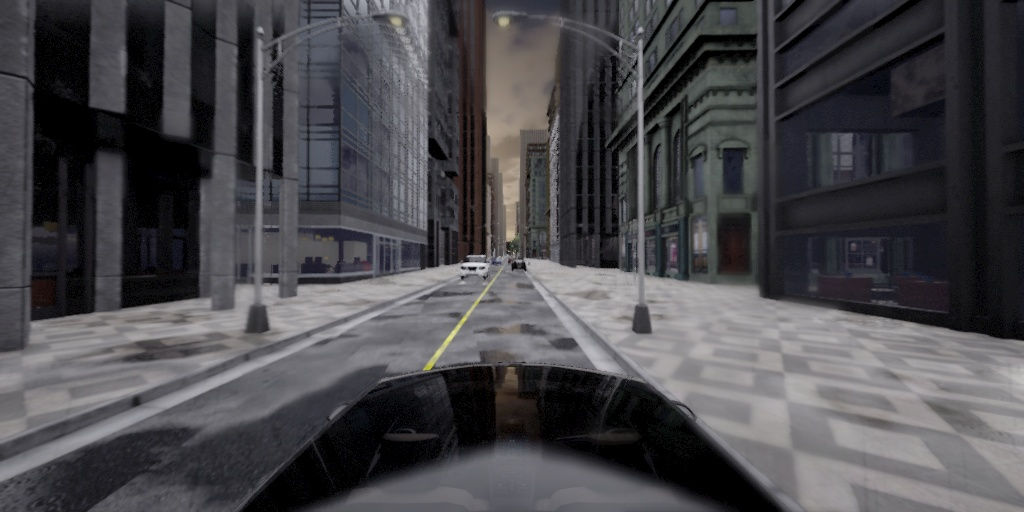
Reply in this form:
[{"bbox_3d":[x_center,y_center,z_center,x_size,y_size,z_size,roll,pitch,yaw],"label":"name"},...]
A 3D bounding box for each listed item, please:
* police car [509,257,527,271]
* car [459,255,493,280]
[{"bbox_3d":[0.892,1.100,46.440,1.930,1.638,5.238,0,0,0],"label":"police car"},{"bbox_3d":[-3.101,0.932,30.770,2.150,2.045,5.566,0,0,0],"label":"car"}]
